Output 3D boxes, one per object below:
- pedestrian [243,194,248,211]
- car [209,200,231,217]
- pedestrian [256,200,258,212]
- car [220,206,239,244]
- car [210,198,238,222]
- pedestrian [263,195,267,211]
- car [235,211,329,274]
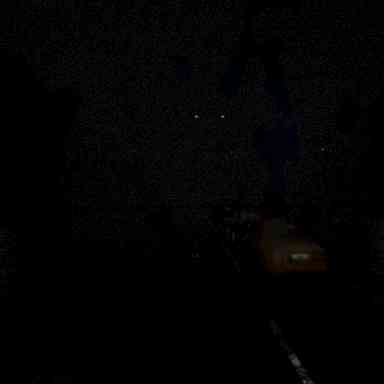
[{"bbox_3d":[6.001,1.123,37.038,0.375,1.860,0.375,0,0,0],"label":"pedestrian"},{"bbox_3d":[2.629,1.592,32.574,1.752,1.417,4.829,0,0,0],"label":"car"},{"bbox_3d":[7.001,1.488,35.838,0.375,1.300,0.375,0,0,0],"label":"pedestrian"},{"bbox_3d":[2.633,1.577,15.767,2.008,1.369,4.403,0,0,0],"label":"car"},{"bbox_3d":[2.630,1.368,26.859,2.192,1.841,5.009,0,0,0],"label":"car"},{"bbox_3d":[8.001,1.193,36.439,0.375,1.860,0.375,0,0,0],"label":"pedestrian"},{"bbox_3d":[2.634,1.539,10.393,1.752,1.417,4.829,0,0,0],"label":"car"}]
